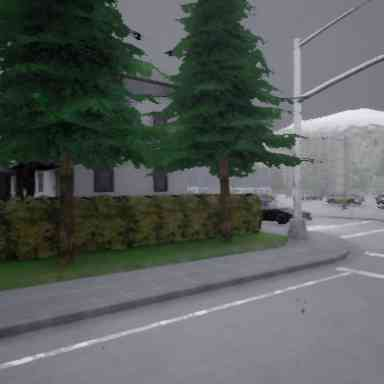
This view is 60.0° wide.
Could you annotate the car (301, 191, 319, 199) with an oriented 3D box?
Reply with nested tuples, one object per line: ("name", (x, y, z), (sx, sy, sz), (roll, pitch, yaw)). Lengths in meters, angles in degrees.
("car", (23.229, 0.805, 67.930), (1.905, 1.878, 3.866), (0, 0, -36))

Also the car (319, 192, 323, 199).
("car", (25.343, 0.811, 69.966), (1.932, 1.855, 4.605), (0, 0, -36))

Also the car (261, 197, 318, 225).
("car", (5.073, 1.279, 21.612), (2.033, 1.411, 5.357), (0, 0, -36))

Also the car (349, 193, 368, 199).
("car", (40.485, 1.001, 80.742), (1.845, 1.501, 3.633), (0, 0, -36))

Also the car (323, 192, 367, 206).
("car", (20.501, 0.899, 44.507), (1.932, 1.855, 4.605), (0, 0, -36))

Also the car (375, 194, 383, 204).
("car", (31.013, 1.041, 51.229), (2.007, 1.523, 4.514), (0, 0, -36))

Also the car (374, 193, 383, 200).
("car", (42.417, 1.025, 72.982), (1.970, 1.475, 3.806), (0, 0, -36))

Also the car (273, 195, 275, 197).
("car", (12.861, 0.941, 60.434), (2.152, 1.636, 5.027), (0, 0, -36))

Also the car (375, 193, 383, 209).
("car", (22.446, 0.894, 36.205), (1.905, 1.878, 3.866), (0, 0, -36))

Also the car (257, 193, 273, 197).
("car", (9.011, 1.132, 48.555), (2.007, 1.523, 4.514), (0, 0, -36))
